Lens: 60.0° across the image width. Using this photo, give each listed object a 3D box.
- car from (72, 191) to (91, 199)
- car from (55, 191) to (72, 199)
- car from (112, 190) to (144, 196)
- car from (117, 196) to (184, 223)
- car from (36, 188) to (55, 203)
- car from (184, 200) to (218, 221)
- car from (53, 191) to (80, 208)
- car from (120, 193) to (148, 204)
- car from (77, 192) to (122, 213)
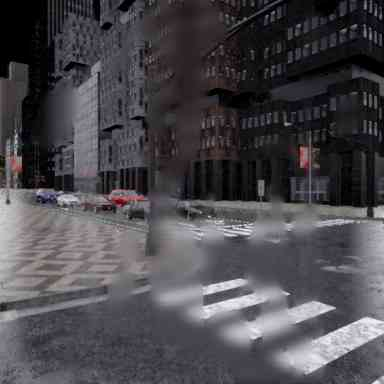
[{"bbox_3d":[-21.985,0.531,66.145,2.128,1.511,4.902,0,1,-36],"label":"car"},{"bbox_3d":[-25.132,0.509,64.948,1.882,1.535,5.008,0,1,-36],"label":"car"},{"bbox_3d":[-6.414,0.810,33.302,2.150,2.045,5.566,0,1,-36],"label":"car"},{"bbox_3d":[-3.065,1.284,23.183,2.033,1.411,5.357,0,1,-35],"label":"car"},{"bbox_3d":[-20.676,0.522,47.508,2.150,2.045,5.566,0,1,-36],"label":"car"},{"bbox_3d":[-0.460,1.280,25.041,2.033,1.411,5.357,0,1,-39],"label":"car"},{"bbox_3d":[-14.460,0.985,38.843,1.812,1.442,4.674,0,1,-35],"label":"car"},{"bbox_3d":[-8.246,0.878,47.226,1.882,1.535,5.008,0,1,-36],"label":"car"},{"bbox_3d":[-8.663,1.080,30.867,1.882,1.535,5.008,0,1,-36],"label":"car"}]
